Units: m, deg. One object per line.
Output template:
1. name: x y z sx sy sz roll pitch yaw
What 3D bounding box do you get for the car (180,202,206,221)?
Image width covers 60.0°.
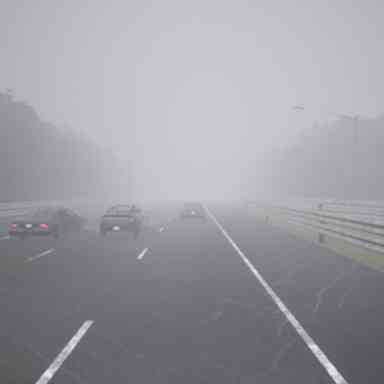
1. car: 0.081 1.453 25.999 1.994 1.385 4.181 0 0 0

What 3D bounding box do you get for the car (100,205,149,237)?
1. car: -3.413 1.416 17.440 2.128 1.511 4.902 0 0 0

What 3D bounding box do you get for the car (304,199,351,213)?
1. car: 12.733 1.413 31.808 1.801 1.575 5.366 0 0 -14

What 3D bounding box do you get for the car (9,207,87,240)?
1. car: -6.918 1.475 16.612 2.033 1.411 5.357 0 0 0
